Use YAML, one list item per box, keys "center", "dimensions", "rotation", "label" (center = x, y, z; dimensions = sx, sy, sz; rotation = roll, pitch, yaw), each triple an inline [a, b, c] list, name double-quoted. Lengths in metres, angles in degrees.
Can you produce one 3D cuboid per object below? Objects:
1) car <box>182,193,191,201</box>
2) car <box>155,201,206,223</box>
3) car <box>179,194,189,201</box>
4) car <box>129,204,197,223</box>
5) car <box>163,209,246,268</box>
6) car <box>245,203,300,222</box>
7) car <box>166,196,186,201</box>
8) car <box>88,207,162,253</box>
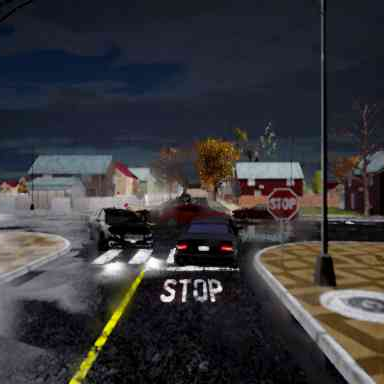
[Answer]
- center: [-1.283, 1.226, 65.050]
  dimensions: [2.150, 2.045, 5.566]
  rotation: [0, 0, 3]
  label: "car"
- center: [0.213, 1.504, 20.852]
  dimensions: [4.674, 1.442, 1.812]
  rotation: [1, 0, 8]
  label: "car"
- center: [-1.847, 1.492, 51.216]
  dimensions: [1.837, 1.490, 4.892]
  rotation: [0, 1, 3]
  label: "car"
- center: [-2.107, 1.568, 24.650]
  dimensions: [4.718, 1.301, 1.895]
  rotation: [0, 0, 8]
  label: "car"
- center: [0.715, 1.532, 11.290]
  dimensions: [2.033, 1.411, 5.357]
  rotation: [0, 0, 9]
  label: "car"
- center: [5.847, 1.630, 26.849]
  dimensions: [5.357, 1.411, 2.033]
  rotation: [1, 0, 8]
  label: "car"
- center: [-2.332, 1.530, 39.726]
  dimensions: [2.033, 1.411, 5.357]
  rotation: [0, 0, 4]
  label: "car"
- center: [-3.123, 1.462, 14.004]
  dimensions: [1.837, 1.490, 4.892]
  rotation: [3, 0, -26]
  label: "car"
